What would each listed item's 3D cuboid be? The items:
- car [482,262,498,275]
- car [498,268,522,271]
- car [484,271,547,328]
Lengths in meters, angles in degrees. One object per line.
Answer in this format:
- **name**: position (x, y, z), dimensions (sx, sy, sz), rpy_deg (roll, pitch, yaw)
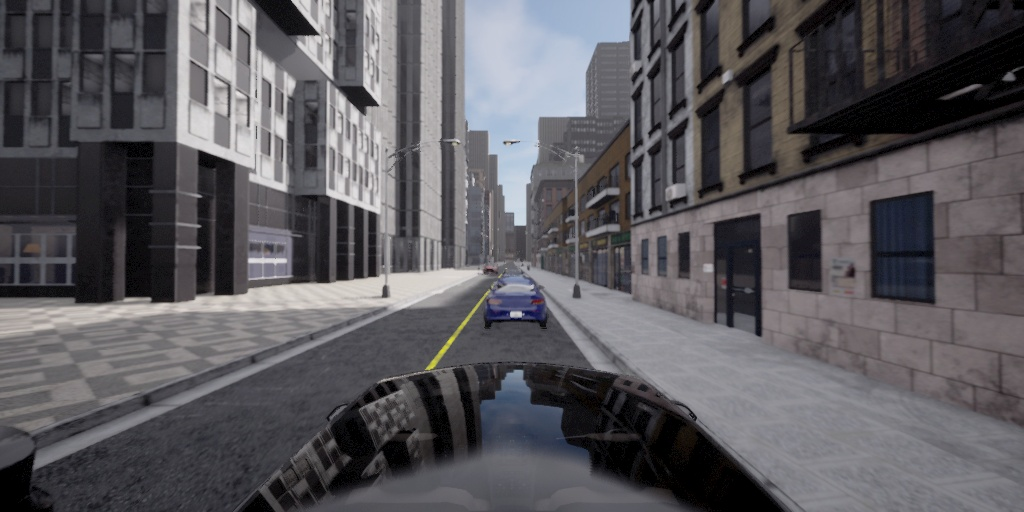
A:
- **car**: position (-3.044, 1.736, 51.562), dimensions (2.097, 1.767, 4.553), rpy_deg (0, -1, 1)
- **car**: position (0.097, 1.687, 28.497), dimensions (1.895, 1.301, 4.718), rpy_deg (0, -1, 0)
- **car**: position (0.099, 1.398, 11.780), dimensions (1.812, 1.442, 4.674), rpy_deg (0, -1, 0)
